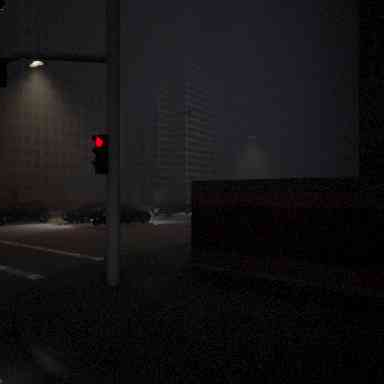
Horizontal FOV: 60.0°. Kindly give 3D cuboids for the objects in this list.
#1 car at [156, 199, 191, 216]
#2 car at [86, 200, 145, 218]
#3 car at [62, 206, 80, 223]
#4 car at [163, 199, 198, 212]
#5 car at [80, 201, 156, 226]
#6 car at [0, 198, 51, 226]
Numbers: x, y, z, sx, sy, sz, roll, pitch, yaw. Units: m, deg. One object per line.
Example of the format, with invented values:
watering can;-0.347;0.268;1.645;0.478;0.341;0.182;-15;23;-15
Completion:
car;-1.877;1.491;32.698;2.128;1.511;4.902;0;0;36
car;-7.099;1.547;31.458;2.033;1.411;5.357;0;0;36
car;-7.377;1.505;25.101;1.837;1.490;4.892;0;0;36
car;-1.301;1.564;39.451;1.994;1.385;4.181;0;0;36
car;-4.817;1.525;22.315;1.812;1.442;4.674;0;0;36
car;-12.638;1.352;23.772;2.097;1.767;4.553;0;0;36
